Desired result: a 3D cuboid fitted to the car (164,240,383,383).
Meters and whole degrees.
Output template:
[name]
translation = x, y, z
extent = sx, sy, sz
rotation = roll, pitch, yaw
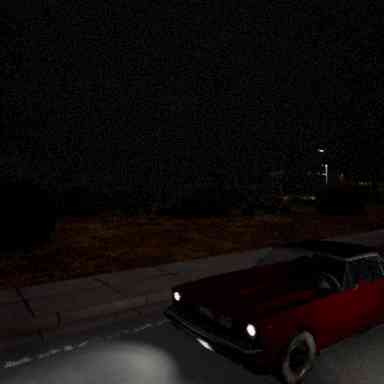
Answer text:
[car]
translation = 1.944, 1.550, 5.426
extent = 4.718, 1.301, 1.895
rotation = -1, 0, -36
